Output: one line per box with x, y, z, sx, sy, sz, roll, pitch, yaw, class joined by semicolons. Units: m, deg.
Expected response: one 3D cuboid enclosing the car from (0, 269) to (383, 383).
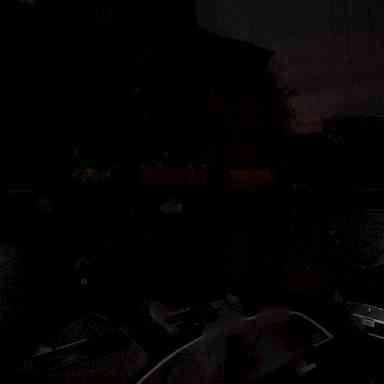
-0.251;1.550;2.656;4.403;1.369;2.008;0;-2;-35;car

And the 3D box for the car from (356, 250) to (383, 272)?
4.188;1.549;5.817;4.403;1.369;2.008;0;-2;-35;car
